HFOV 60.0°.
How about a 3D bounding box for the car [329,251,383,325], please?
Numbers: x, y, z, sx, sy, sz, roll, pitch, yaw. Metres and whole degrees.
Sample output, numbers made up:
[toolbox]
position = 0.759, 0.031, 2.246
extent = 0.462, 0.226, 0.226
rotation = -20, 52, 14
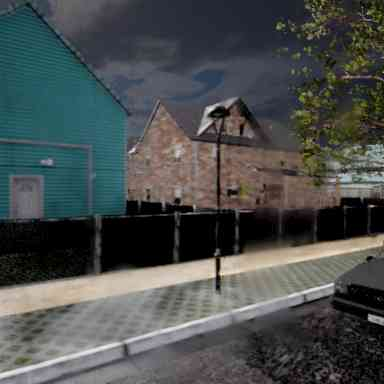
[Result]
[car]
position = 5.016, 1.582, 6.644
extent = 5.357, 1.411, 2.033
rotation = 0, 0, -35
